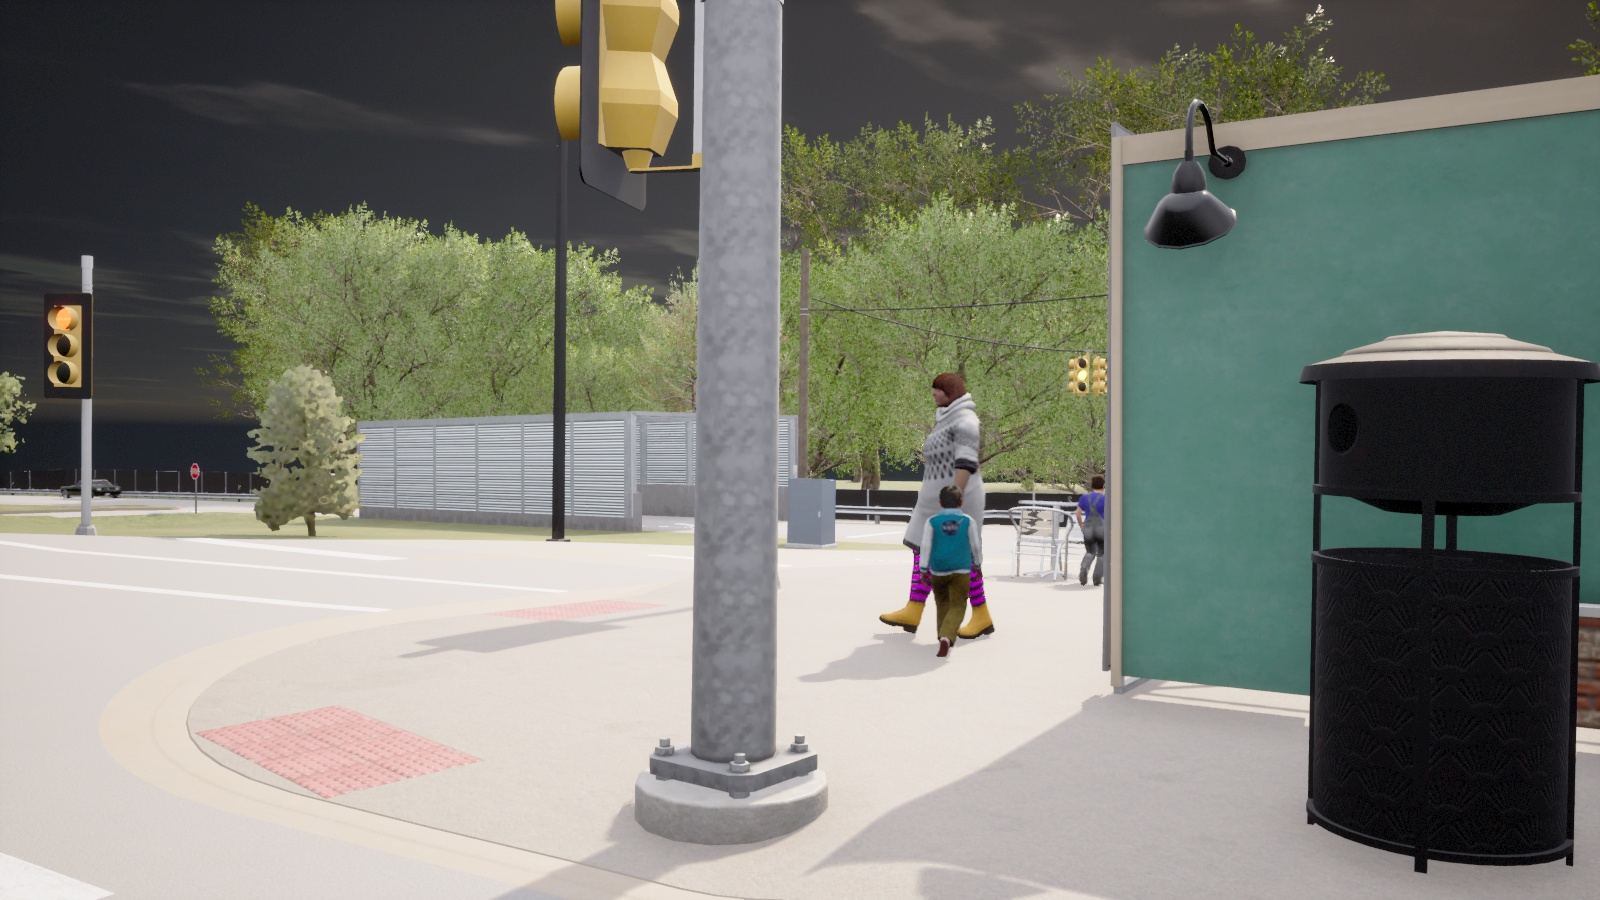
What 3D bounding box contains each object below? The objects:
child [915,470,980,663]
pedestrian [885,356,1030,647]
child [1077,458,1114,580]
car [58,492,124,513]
[{"bbox_3d":[0.957,0.732,8.095,0.343,1.192,0.448,0,1,17],"label":"child"},{"bbox_3d":[1.083,0.337,8.783,0.873,1.952,0.659,0,1,-6],"label":"pedestrian"},{"bbox_3d":[3.125,0.716,13.283,0.270,1.263,0.437,0,1,30],"label":"child"},{"bbox_3d":[-47.677,3.516,84.452,4.718,1.301,1.895,-2,0,34],"label":"car"}]
